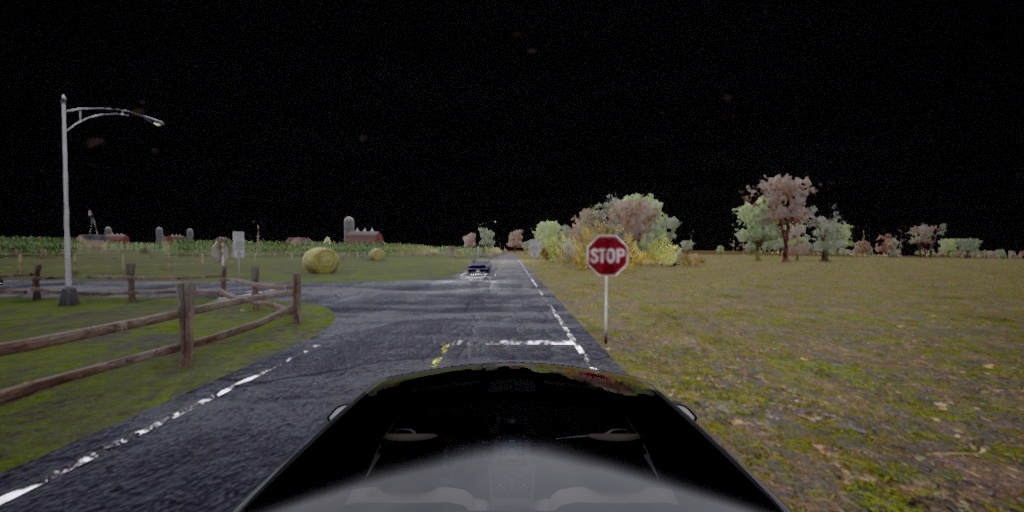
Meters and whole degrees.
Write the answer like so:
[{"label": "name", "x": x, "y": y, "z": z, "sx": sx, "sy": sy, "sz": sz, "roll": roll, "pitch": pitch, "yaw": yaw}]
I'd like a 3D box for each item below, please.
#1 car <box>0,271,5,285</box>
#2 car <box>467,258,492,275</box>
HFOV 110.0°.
[{"label": "car", "x": -26.497, "y": 0.839, "z": 16.373, "sx": 4.902, "sy": 1.511, "sz": 2.128, "roll": 0, "pitch": 2, "yaw": -1}, {"label": "car", "x": -2.745, "y": 0.876, "z": 31.130, "sx": 1.895, "sy": 1.301, "sz": 4.718, "roll": 0, "pitch": 1, "yaw": 0}]
